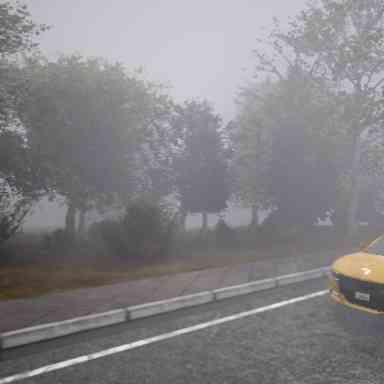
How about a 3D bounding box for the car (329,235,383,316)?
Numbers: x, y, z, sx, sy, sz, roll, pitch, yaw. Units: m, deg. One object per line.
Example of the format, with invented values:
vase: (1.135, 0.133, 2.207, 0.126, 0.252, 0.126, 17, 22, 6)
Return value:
car: (5.010, 1.585, 7.255, 5.008, 1.535, 1.882, 1, -1, -35)
